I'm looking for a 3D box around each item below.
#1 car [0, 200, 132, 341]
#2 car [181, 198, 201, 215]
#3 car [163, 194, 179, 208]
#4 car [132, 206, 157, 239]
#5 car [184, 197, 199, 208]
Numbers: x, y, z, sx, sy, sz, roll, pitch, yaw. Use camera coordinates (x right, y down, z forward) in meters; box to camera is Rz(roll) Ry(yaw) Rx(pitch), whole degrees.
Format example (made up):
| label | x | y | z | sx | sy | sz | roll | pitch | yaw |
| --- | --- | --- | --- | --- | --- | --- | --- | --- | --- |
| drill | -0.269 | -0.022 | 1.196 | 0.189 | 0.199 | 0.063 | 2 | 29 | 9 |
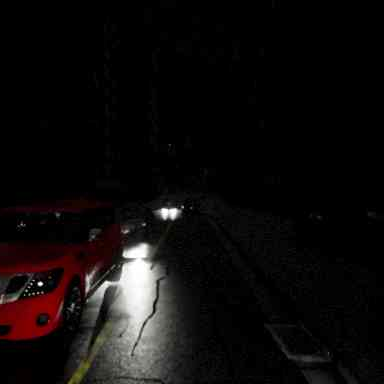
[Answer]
| label | x | y | z | sx | sy | sz | roll | pitch | yaw |
| --- | --- | --- | --- | --- | --- | --- | --- | --- | --- |
| car | -2.872 | 1.222 | 6.875 | 2.150 | 2.045 | 5.566 | 0 | 0 | 0 |
| car | -0.060 | 1.493 | 32.682 | 2.033 | 1.411 | 5.357 | 0 | 0 | 0 |
| car | -2.976 | 1.391 | 45.866 | 2.128 | 1.511 | 4.902 | 0 | 0 | 0 |
| car | -2.921 | 1.480 | 17.307 | 2.128 | 1.511 | 4.902 | 0 | 0 | 0 |
| car | -0.128 | 1.454 | 46.569 | 1.994 | 1.385 | 4.181 | 0 | 0 | 0 |
